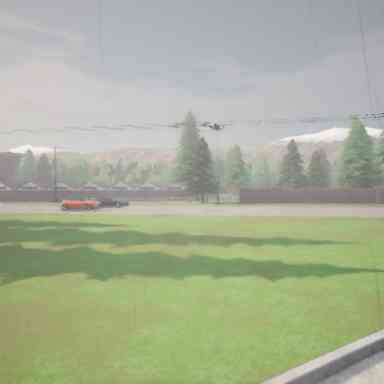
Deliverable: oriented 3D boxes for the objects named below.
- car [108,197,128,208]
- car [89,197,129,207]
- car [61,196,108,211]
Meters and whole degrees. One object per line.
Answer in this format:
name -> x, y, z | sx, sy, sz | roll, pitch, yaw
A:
car -> -11.020, 1.382, 44.745 | 4.892, 1.490, 1.837 | -1, 0, 12
car -> -12.122, 1.414, 48.553 | 5.357, 1.411, 2.033 | 0, 0, 12
car -> -12.492, 1.259, 37.901 | 4.553, 1.767, 2.097 | 0, 0, 12
